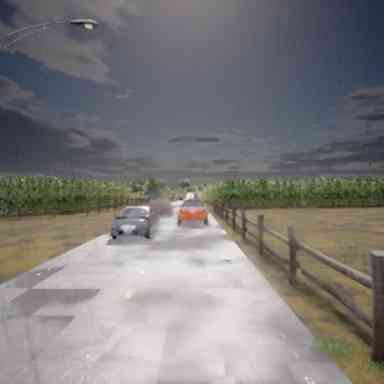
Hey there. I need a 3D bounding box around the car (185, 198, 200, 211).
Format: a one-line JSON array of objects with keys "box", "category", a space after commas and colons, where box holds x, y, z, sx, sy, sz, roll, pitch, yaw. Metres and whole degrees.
[{"box": [0.099, 1.519, 42.819, 1.837, 1.490, 4.892, 0, 0, 0], "category": "car"}]

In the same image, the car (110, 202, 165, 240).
[{"box": [-2.791, 1.468, 17.022, 2.128, 1.511, 4.902, 0, 0, 0], "category": "car"}]

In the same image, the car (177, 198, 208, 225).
[{"box": [0.064, 1.325, 24.247, 2.097, 1.767, 4.553, 0, 0, 0], "category": "car"}]

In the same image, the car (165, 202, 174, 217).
[{"box": [-2.787, 1.581, 31.255, 1.895, 1.301, 4.718, 0, 0, 1], "category": "car"}]
